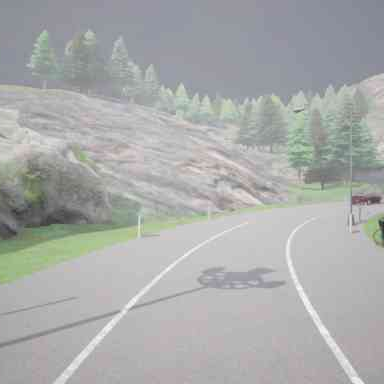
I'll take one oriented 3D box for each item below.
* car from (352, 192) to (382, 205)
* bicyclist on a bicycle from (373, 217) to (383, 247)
[{"bbox_3d":[21.330,0.748,40.592,5.008,1.535,1.882,-2,1,-38],"label":"car"},{"bbox_3d":[7.951,1.370,13.109,0.582,1.620,1.656,-3,-1,-34],"label":"bicyclist on a bicycle"}]
